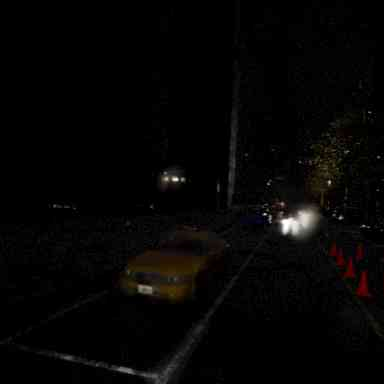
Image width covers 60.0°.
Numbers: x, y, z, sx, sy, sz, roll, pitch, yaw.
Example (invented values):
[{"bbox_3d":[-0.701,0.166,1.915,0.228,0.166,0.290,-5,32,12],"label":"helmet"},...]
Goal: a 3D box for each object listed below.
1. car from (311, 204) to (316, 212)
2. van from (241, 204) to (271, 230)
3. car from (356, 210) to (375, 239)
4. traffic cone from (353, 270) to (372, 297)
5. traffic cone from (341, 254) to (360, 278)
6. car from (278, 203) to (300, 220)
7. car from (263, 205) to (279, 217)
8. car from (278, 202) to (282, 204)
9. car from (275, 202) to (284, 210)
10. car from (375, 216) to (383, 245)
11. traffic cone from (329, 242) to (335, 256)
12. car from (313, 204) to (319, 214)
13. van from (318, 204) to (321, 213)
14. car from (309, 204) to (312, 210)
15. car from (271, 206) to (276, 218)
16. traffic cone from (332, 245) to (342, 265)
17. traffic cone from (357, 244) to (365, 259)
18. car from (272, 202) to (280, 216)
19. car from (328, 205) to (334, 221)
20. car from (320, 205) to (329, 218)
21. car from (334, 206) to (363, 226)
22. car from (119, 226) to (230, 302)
[{"bbox_3d":[27.234,3.779,71.347,1.947,1.339,4.313,3,-1,17],"label":"car"},{"bbox_3d":[4.712,1.840,25.128,1.690,1.788,3.998,3,-1,17],"label":"van"},{"bbox_3d":[12.868,2.318,22.689,1.967,1.590,4.097,3,-1,17],"label":"car"},{"bbox_3d":[4.281,2.252,8.285,0.340,0.580,0.340,3,-1,17],"label":"traffic cone"},{"bbox_3d":[4.847,2.300,10.203,0.340,0.580,0.340,3,-1,17],"label":"traffic cone"},{"bbox_3d":[11.924,2.532,40.161,2.128,1.511,4.902,3,-1,17],"label":"car"},{"bbox_3d":[11.089,2.626,46.750,1.887,1.381,4.507,3,-1,17],"label":"car"},{"bbox_3d":[14.282,2.959,57.562,1.802,1.307,4.206,3,-1,17],"label":"car"},{"bbox_3d":[22.277,3.468,84.595,2.192,1.841,5.009,3,-1,17],"label":"car"},{"bbox_3d":[11.270,2.177,17.284,1.967,1.590,4.097,3,-1,17],"label":"car"},{"bbox_3d":[5.981,2.396,14.038,0.340,0.580,0.340,3,-1,17],"label":"traffic cone"},{"bbox_3d":[25.637,3.638,65.942,1.802,1.307,4.206,3,-1,17],"label":"car"},{"bbox_3d":[22.456,3.097,55.131,1.690,1.788,3.998,3,-1,17],"label":"van"},{"bbox_3d":[28.843,3.688,76.758,2.192,1.841,5.009,3,-1,17],"label":"car"},{"bbox_3d":[6.297,2.207,30.531,1.947,1.339,4.313,3,-1,17],"label":"car"},{"bbox_3d":[5.414,2.347,12.120,0.340,0.580,0.340,3,-1,17],"label":"traffic cone"},{"bbox_3d":[6.938,2.440,13.754,0.340,0.580,0.340,3,-1,17],"label":"traffic cone"},{"bbox_3d":[9.498,2.374,41.346,1.967,1.590,4.097,3,-1,17],"label":"car"},{"bbox_3d":[17.665,2.628,38.911,2.192,1.841,5.009,3,-1,17],"label":"car"},{"bbox_3d":[20.854,3.048,49.723,1.967,1.590,4.097,3,-1,17],"label":"car"},{"bbox_3d":[16.068,2.481,33.505,2.192,1.841,5.009,3,-1,17],"label":"car"},{"bbox_3d":[-0.149,1.608,8.709,1.752,1.417,4.829,3,0,18],"label":"car"}]
